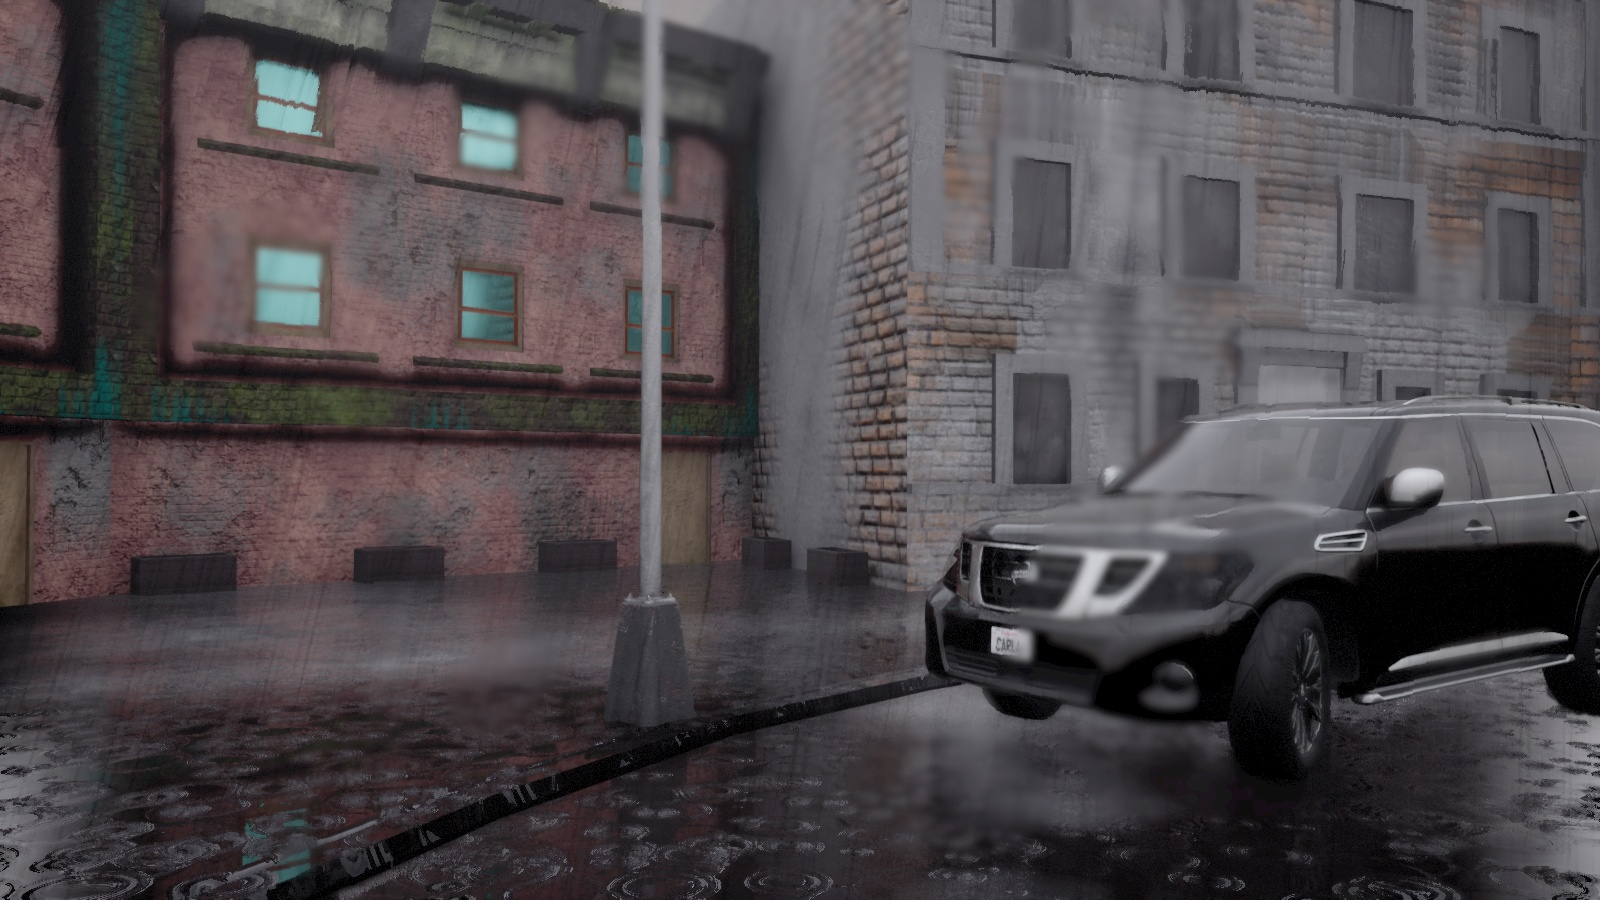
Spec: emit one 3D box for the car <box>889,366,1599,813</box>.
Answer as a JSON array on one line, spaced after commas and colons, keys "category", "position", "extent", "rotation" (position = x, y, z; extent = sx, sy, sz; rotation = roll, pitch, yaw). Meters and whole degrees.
[{"category": "car", "position": [3.460, 0.648, 8.171], "extent": [5.566, 2.045, 2.150], "rotation": [0, -1, -33]}]
